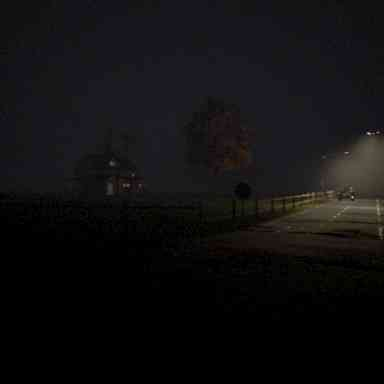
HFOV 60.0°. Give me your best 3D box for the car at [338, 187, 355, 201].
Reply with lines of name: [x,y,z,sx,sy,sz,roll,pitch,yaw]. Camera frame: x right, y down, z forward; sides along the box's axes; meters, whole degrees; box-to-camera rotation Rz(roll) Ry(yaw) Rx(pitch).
car: [23.749,0.285,51.045,2.150,2.045,5.566,1,1,29]
